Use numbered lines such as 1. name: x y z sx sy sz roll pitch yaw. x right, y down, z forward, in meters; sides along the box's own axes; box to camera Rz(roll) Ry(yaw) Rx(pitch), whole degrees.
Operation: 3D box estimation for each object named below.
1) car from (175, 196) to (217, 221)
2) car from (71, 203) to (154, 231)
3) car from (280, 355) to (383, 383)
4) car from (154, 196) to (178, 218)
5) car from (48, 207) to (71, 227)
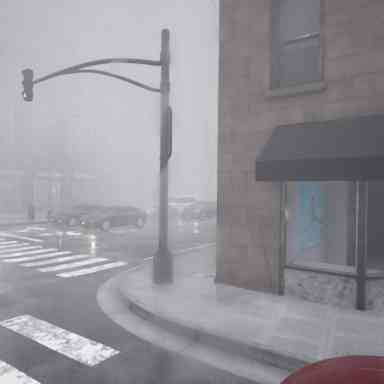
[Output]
1. car: 0.924 1.549 29.822 2.097 1.767 4.553 1 0 36
2. car: -4.979 1.615 21.541 1.837 1.490 4.892 1 0 35
3. car: 2.417 1.545 1.229 4.507 1.381 1.887 0 1 35
4. car: -1.452 1.375 32.091 2.150 2.045 5.566 1 0 35
5. car: -7.630 1.567 23.420 1.837 1.490 4.892 1 0 35
